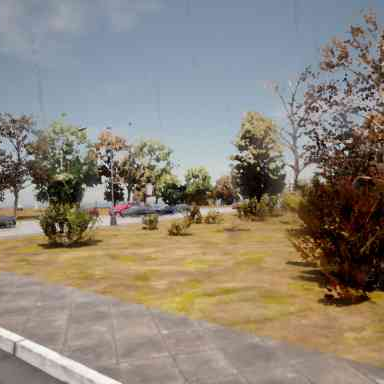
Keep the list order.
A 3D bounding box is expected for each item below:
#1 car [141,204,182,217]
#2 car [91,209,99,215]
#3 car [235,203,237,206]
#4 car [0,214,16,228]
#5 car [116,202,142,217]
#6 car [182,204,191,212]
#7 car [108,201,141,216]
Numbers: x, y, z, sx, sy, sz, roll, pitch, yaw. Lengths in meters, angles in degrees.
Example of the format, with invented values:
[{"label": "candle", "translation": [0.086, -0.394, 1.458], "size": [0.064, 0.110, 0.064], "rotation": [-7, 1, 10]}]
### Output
[{"label": "car", "translation": [-3.740, 2.379, 41.555], "size": [1.895, 1.301, 4.718], "rotation": [-3, -2, 32]}, {"label": "car", "translation": [-12.132, 2.383, 35.146], "size": [1.882, 1.535, 5.008], "rotation": [-3, -2, 32]}, {"label": "car", "translation": [9.221, 2.536, 62.191], "size": [1.994, 1.385, 4.181], "rotation": [-3, -2, 33]}, {"label": "car", "translation": [-16.996, 2.451, 27.654], "size": [1.994, 1.385, 4.181], "rotation": [-3, -2, 34]}, {"label": "car", "translation": [-7.137, 2.471, 43.080], "size": [1.812, 1.442, 4.674], "rotation": [-3, -2, 32]}, {"label": "car", "translation": [-1.785, 2.575, 51.581], "size": [1.994, 1.385, 4.181], "rotation": [-3, -2, 32]}, {"label": "car", "translation": [-9.127, 2.339, 46.519], "size": [2.150, 2.045, 5.566], "rotation": [-3, -2, 32]}]
